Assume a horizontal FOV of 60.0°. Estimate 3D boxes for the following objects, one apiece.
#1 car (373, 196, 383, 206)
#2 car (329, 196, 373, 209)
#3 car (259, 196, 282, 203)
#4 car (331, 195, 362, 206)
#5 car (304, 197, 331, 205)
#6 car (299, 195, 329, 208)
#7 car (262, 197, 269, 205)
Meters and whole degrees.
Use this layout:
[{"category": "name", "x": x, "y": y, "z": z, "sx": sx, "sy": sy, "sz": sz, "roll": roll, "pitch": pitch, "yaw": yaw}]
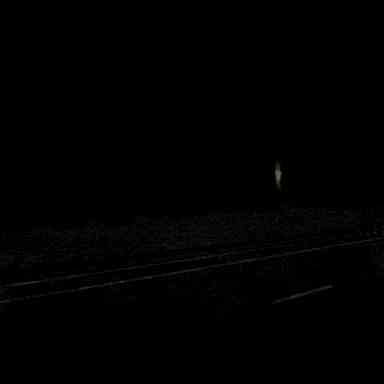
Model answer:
[{"category": "car", "x": 28.576, "y": 1.366, "z": 50.332, "sx": 1.967, "sy": 1.590, "sz": 4.097, "roll": -1, "pitch": 1, "yaw": -36}, {"category": "car", "x": 21.640, "y": 1.630, "z": 45.381, "sx": 1.947, "sy": 1.339, "sz": 4.313, "roll": -1, "pitch": 1, "yaw": -36}, {"category": "car", "x": 15.966, "y": 1.550, "z": 67.992, "sx": 1.887, "sy": 1.381, "sz": 4.507, "roll": -1, "pitch": 1, "yaw": -36}, {"category": "car", "x": 25.423, "y": 1.386, "z": 54.747, "sx": 1.967, "sy": 1.590, "sz": 4.097, "roll": -1, "pitch": 1, "yaw": -36}, {"category": "car", "x": 22.273, "y": 1.547, "z": 59.162, "sx": 1.802, "sy": 1.307, "sz": 4.206, "roll": -1, "pitch": 1, "yaw": -36}, {"category": "car", "x": 18.482, "y": 1.398, "z": 49.794, "sx": 2.192, "sy": 1.841, "sz": 5.009, "roll": -1, "pitch": 1, "yaw": -36}, {"category": "car", "x": 12.278, "y": 1.647, "z": 58.489, "sx": 1.752, "sy": 1.417, "sz": 4.829, "roll": -1, "pitch": 1, "yaw": -36}]
